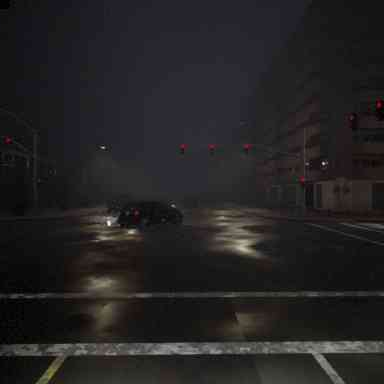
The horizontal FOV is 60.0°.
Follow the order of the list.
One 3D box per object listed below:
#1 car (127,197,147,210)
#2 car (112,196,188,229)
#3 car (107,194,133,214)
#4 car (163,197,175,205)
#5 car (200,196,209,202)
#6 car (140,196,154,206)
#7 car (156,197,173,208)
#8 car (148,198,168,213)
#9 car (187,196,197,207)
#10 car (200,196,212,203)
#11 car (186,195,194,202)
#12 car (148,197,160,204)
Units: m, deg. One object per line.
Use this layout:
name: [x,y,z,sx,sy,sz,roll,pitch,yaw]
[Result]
car: [-7.386,1.477,45.076,1.882,1.535,5.008,0,0,0]
car: [-2.675,1.366,22.140,2.097,1.767,4.553,0,0,39]
car: [-7.317,1.221,35.073,2.150,2.045,5.566,0,0,0]
car: [-3.961,1.564,58.130,1.994,1.385,4.181,0,0,-1]
car: [2.979,1.591,78.391,1.895,1.301,4.718,0,0,0]
car: [-7.447,1.505,55.388,1.837,1.490,4.892,0,0,0]
car: [-3.902,1.491,48.115,2.128,1.511,4.902,0,0,0]
car: [-3.839,1.478,38.627,1.882,1.535,5.008,0,0,0]
car: [-0.228,1.525,50.138,1.812,1.442,4.674,0,0,0]
car: [3.046,1.564,68.447,1.994,1.385,4.181,0,0,0]
car: [-0.501,1.524,75.451,1.812,1.442,4.674,0,0,0]
car: [-7.469,1.601,65.683,1.895,1.301,4.718,0,0,0]
